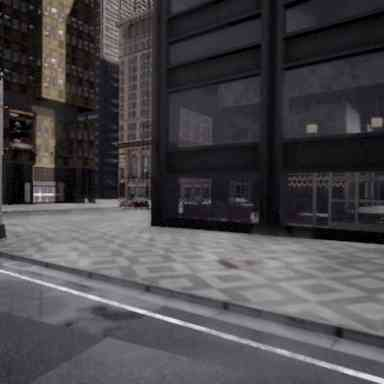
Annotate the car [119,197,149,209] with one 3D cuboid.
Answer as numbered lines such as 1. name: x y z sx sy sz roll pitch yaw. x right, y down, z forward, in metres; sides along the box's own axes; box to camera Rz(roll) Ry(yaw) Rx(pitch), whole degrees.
1. car: -8.371 1.476 48.156 2.097 1.767 4.553 1 0 36
